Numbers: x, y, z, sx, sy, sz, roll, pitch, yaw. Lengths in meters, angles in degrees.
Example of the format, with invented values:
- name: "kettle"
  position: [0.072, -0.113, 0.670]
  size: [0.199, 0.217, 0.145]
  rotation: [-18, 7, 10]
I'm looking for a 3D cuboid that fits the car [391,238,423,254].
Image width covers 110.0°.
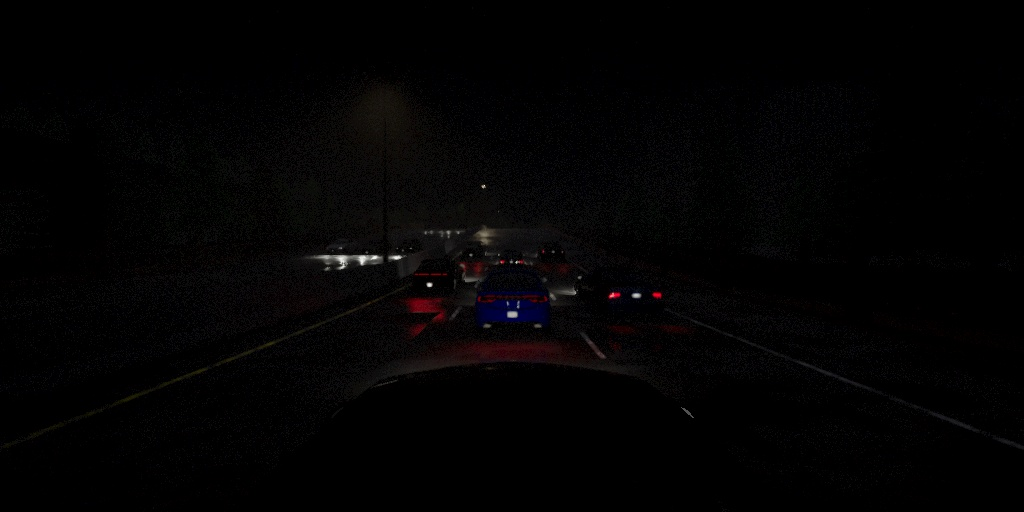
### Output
- name: "car"
  position: [-10.775, -1.101, 37.781]
  size: [1.837, 1.490, 4.892]
  rotation: [0, 7, 0]

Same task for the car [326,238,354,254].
- name: "car"
  position: [-17.774, -1.084, 37.785]
  size: [1.812, 1.442, 4.674]
  rotation: [0, 7, 0]

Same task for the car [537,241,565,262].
- name: "car"
  position: [3.442, -0.552, 32.068]
  size: [2.097, 1.767, 4.553]
  rotation: [0, 6, 0]

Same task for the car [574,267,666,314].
- name: "car"
  position: [3.535, 1.083, 12.701]
  size: [2.033, 1.411, 5.357]
  rotation: [0, 2, 0]

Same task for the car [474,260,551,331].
- name: "car"
  position: [0.031, 1.082, 10.487]
  size: [1.882, 1.535, 5.008]
  rotation: [0, 2, 1]

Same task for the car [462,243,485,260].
- name: "car"
  position: [-3.562, -0.525, 33.336]
  size: [1.812, 1.442, 4.674]
  rotation: [0, 7, 0]

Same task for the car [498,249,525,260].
- name: "car"
  position: [-0.041, 0.224, 26.300]
  size: [2.033, 1.411, 5.357]
  rotation: [0, 5, 0]

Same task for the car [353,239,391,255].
- name: "car"
  position: [-14.278, -1.063, 37.804]
  size: [2.033, 1.411, 5.357]
  rotation: [0, 7, 0]

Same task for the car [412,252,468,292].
- name: "car"
  position: [-3.482, 0.821, 17.502]
  size: [1.837, 1.490, 4.892]
  rotation: [0, 3, 0]
